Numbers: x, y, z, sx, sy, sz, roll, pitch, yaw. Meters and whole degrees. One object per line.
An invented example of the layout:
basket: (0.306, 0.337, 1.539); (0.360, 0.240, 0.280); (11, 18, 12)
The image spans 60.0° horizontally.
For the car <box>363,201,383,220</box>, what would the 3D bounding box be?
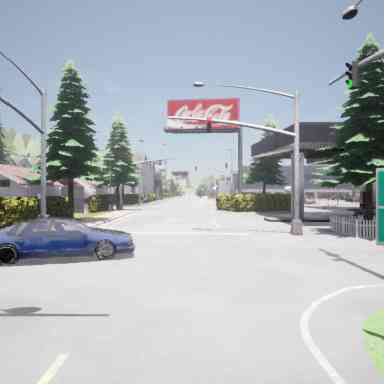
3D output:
car: (18.621, 1.672, 30.662); (4.611, 1.667, 2.242); (0, 0, 0)

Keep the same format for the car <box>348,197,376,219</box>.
car: (14.308, 1.505, 24.982); (3.866, 1.878, 1.905); (0, 0, 0)

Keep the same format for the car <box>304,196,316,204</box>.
car: (22.347, 1.552, 64.068); (1.970, 1.475, 3.806); (0, 0, 0)

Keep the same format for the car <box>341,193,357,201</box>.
car: (34.732, 1.489, 71.890); (2.007, 1.523, 4.514); (0, 0, 0)

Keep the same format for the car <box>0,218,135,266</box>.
car: (-4.749, 1.613, 11.584); (5.357, 1.411, 2.033); (0, 0, -16)
